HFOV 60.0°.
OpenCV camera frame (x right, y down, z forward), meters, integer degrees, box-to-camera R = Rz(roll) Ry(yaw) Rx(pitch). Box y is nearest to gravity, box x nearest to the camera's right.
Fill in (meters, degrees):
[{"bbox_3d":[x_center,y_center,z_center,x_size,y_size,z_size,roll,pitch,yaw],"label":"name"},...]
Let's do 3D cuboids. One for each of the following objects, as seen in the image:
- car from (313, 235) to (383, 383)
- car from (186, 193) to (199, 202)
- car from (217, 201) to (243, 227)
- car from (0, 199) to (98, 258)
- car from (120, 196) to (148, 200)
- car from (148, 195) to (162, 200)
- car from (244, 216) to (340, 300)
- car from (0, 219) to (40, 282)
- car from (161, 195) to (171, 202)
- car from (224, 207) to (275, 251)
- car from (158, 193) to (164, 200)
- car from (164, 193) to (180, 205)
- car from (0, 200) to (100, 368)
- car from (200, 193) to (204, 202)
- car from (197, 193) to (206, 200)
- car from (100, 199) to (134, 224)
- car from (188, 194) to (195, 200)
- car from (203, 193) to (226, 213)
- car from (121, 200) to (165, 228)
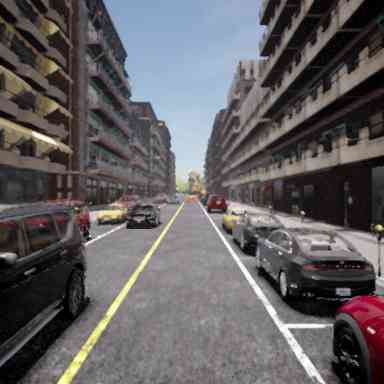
[{"bbox_3d":[2.700,1.433,2.532,1.967,1.590,4.097,1,0,0],"label":"car"},{"bbox_3d":[-0.098,1.140,68.584,2.097,1.767,4.553,0,0,0],"label":"car"},{"bbox_3d":[2.674,1.482,19.406,1.752,1.417,4.829,1,0,0],"label":"car"},{"bbox_3d":[-5.695,1.289,13.689,2.192,1.841,5.009,1,0,0],"label":"car"},{"bbox_3d":[-5.720,1.256,30.393,2.192,1.841,5.009,1,0,0],"label":"car"},{"bbox_3d":[-5.747,1.475,47.097,1.947,1.339,4.313,1,0,0],"label":"car"},{"bbox_3d":[2.690,1.531,8.101,2.008,1.369,4.403,1,0,0],"label":"car"},{"bbox_3d":[-5.690,1.531,8.122,1.887,1.381,4.507,1,0,0],"label":"car"},{"bbox_3d":[-5.788,1.443,74.936,1.802,1.307,4.206,1,0,0],"label":"car"},{"bbox_3d":[2.682,1.520,13.668,2.008,1.369,4.403,1,0,0],"label":"car"},{"bbox_3d":[-5.769,1.195,63.800,2.192,1.841,5.009,1,0,0],"label":"car"},{"bbox_3d":[-3.136,1.243,56.513,2.097,1.767,4.553,0,0,0],"label":"car"},{"bbox_3d":[-3.105,1.215,4.355,2.150,2.045,5.566,0,0,0],"label":"car"},{"bbox_3d":[2.921,1.114,55.377,2.150,2.045,5.566,0,0,0],"label":"car"},{"bbox_3d":[2.571,1.143,91.619,2.192,1.841,5.009,1,0,0],"label":"car"},{"bbox_3d":[-5.714,1.477,24.655,1.752,1.417,4.829,1,0,0],"label":"car"},{"bbox_3d":[-0.123,1.199,86.215,1.882,1.535,5.008,0,0,0],"label":"car"},{"bbox_3d":[2.653,1.240,35.939,2.192,1.841,5.009,1,0,0],"label":"car"},{"bbox_3d":[-3.080,1.462,21.924,1.837,1.490,4.892,0,0,0],"label":"car"}]
